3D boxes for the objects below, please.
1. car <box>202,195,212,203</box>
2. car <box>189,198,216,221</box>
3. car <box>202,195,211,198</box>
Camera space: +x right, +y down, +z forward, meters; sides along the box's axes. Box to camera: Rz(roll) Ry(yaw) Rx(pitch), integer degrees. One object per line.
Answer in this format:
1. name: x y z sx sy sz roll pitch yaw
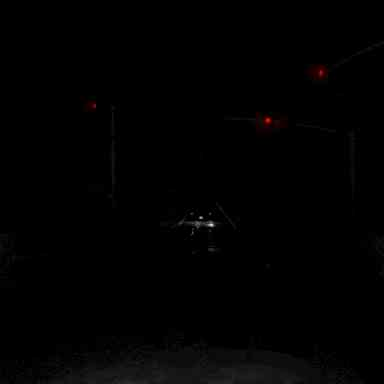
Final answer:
1. car: 2.737 1.263 61.822 1.812 1.442 4.674 0 0 3
2. car: 0.896 1.417 25.946 2.033 1.411 5.357 0 0 6
3. car: 1.849 1.368 43.785 1.994 1.385 4.181 0 0 3
